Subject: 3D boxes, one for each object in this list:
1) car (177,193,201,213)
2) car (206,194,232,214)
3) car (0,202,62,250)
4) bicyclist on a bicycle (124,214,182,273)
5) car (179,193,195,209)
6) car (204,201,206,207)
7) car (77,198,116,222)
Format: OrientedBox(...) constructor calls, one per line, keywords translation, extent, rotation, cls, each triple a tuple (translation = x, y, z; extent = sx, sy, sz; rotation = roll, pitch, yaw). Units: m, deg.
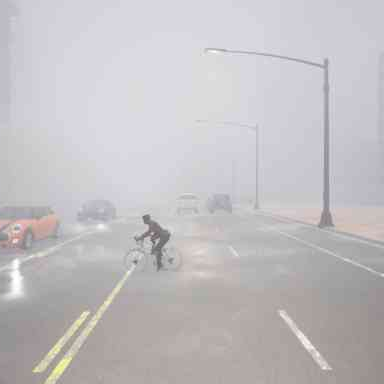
OrientedBox(translation=(-0.500, 1.221, 36.943), extent=(2.150, 2.045, 5.566), rotation=(0, 0, -1), cls="car")
OrientedBox(translation=(3.014, 1.221, 36.092), extent=(2.150, 2.045, 5.566), rotation=(0, 0, -1), cls="car")
OrientedBox(translation=(-7.310, 1.355, 14.166), extent=(2.097, 1.767, 4.553), rotation=(0, 0, -1), cls="car")
OrientedBox(translation=(-1.101, 1.454, 9.310), extent=(1.656, 1.620, 0.582), rotation=(-1, 0, -1), cls="bicyclist on a bicycle")
OrientedBox(translation=(-0.683, 1.221, 47.536), extent=(2.150, 2.045, 5.566), rotation=(0, 0, -1), cls="car")
OrientedBox(translation=(2.805, 1.547, 46.747), extent=(2.033, 1.411, 5.357), rotation=(0, 0, -1), cls="car")
OrientedBox(translation=(-7.421, 1.352, 26.235), extent=(2.097, 1.767, 4.553), rotation=(0, 0, -1), cls="car")
